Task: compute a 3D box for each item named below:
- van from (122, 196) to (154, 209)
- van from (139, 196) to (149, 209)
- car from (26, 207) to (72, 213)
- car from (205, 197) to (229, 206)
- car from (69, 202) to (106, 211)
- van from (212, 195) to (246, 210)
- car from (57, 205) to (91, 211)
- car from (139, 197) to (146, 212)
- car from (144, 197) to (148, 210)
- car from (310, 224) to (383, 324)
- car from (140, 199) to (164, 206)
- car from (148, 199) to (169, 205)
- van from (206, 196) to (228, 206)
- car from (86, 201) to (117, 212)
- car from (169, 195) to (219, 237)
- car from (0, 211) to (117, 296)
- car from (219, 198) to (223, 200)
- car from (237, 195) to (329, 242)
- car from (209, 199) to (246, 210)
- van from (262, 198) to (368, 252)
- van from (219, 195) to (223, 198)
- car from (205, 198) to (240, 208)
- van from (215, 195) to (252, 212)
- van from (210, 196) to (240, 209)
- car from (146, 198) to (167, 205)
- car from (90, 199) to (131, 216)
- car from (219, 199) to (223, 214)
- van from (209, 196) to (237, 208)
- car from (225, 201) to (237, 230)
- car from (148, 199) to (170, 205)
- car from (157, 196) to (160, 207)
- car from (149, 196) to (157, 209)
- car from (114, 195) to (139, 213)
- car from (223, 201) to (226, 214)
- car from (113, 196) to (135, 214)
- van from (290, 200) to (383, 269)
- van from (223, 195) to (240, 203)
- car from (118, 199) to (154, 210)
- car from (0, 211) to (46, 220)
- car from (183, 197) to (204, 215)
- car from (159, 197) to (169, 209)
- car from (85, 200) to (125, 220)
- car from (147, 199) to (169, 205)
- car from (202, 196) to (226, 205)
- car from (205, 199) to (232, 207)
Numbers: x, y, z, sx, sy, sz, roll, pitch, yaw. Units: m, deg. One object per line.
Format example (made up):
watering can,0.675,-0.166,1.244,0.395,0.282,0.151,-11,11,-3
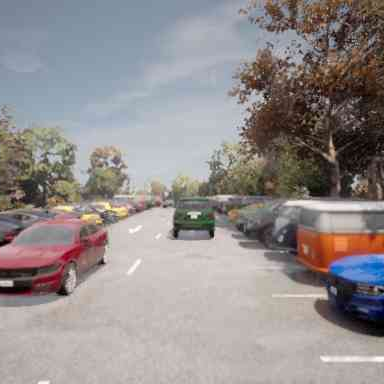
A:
van,-8.156,1.535,50.452,4.442,1.987,1.878,0,-1,0
van,-8.156,1.425,42.141,4.442,1.987,1.878,0,0,0
car,-8.069,1.561,14.378,4.792,1.488,2.163,0,0,0
car,5.009,1.972,66.906,4.553,1.767,2.185,0,-1,0
car,-8.225,1.552,19.931,5.366,1.575,1.946,0,0,0
van,4.924,1.438,44.900,4.442,1.987,1.878,0,-1,0
car,-8.069,1.573,17.154,4.792,1.488,2.163,0,0,0
car,-8.045,1.627,36.588,5.008,1.535,2.097,0,0,0
car,-8.037,1.679,39.364,4.674,1.452,2.002,0,0,0
car,5.045,1.495,5.983,5.008,1.535,2.097,0,0,0
car,-8.036,2.141,67.101,4.674,1.452,2.002,0,-1,0
car,-8.033,2.411,80.971,4.892,1.521,2.231,0,-2,0
van,5.158,1.928,69.677,4.442,1.987,1.878,0,-1,0
car,-8.033,1.568,22.707,4.892,1.521,2.231,0,0,0
car,0.101,1.293,18.781,2.150,2.045,5.566,0,0,0
car,-3.589,1.505,8.929,1.882,1.535,5.008,0,0,0
car,5.035,1.615,33.685,5.008,1.535,2.097,0,0,0
car,5.012,1.280,14.294,5.566,2.045,2.435,0,0,0
car,5.046,1.702,47.516,5.008,1.535,2.097,0,-1,0
van,4.923,1.294,11.524,4.442,1.987,1.878,0,0,0
van,5.157,1.414,39.352,4.442,1.987,1.878,0,0,0
car,4.856,1.812,53.053,5.366,1.575,1.946,0,-1,0
van,5.157,1.425,41.997,4.442,1.987,1.878,0,0,0
van,4.924,1.533,50.290,4.442,1.987,1.878,0,-1,0
car,-8.008,2.148,75.426,4.553,1.767,2.185,0,-1,0
car,-8.225,1.588,28.259,5.366,1.575,1.946,0,0,0
car,5.038,1.643,30.914,4.674,1.452,2.002,0,0,0
van,5.158,1.646,55.829,4.442,1.987,1.878,0,-1,0
car,5.035,1.567,22.605,5.008,1.535,2.097,0,0,0
car,-8.224,2.487,83.739,5.366,1.575,1.946,0,-2,0
car,-8.069,1.904,56.000,4.792,1.488,2.163,0,-1,0
car,-8.011,1.412,44.917,5.566,2.045,2.435,0,0,0
car,-8.071,1.490,33.812,4.553,1.767,2.185,0,0,0
car,5.043,1.620,25.499,4.674,1.452,2.002,0,0,0
car,-8.071,1.478,31.036,4.553,1.767,2.185,0,0,0
van,5.157,1.282,8.754,4.442,1.987,1.878,0,0,0
van,5.157,1.366,28.271,4.442,1.987,1.878,0,0,0
car,-8.010,1.734,47.666,4.792,1.488,2.163,0,-1,0
car,-8.069,1.549,11.602,4.792,1.488,2.163,0,0,0
car,0.126,1.499,36.221,2.097,1.767,4.553,0,0,0
car,-3.568,1.869,52.427,2.033,1.411,5.357,0,-1,0
car,-8.046,1.580,25.483,4.892,1.521,2.231,0,0,0
car,-8.032,2.337,78.200,5.008,1.535,2.097,0,-1,0
car,5.069,2.080,77.983,5.566,2.045,2.435,0,-2,0
car,5.036,2.043,64.259,5.008,1.535,2.097,0,-1,0
